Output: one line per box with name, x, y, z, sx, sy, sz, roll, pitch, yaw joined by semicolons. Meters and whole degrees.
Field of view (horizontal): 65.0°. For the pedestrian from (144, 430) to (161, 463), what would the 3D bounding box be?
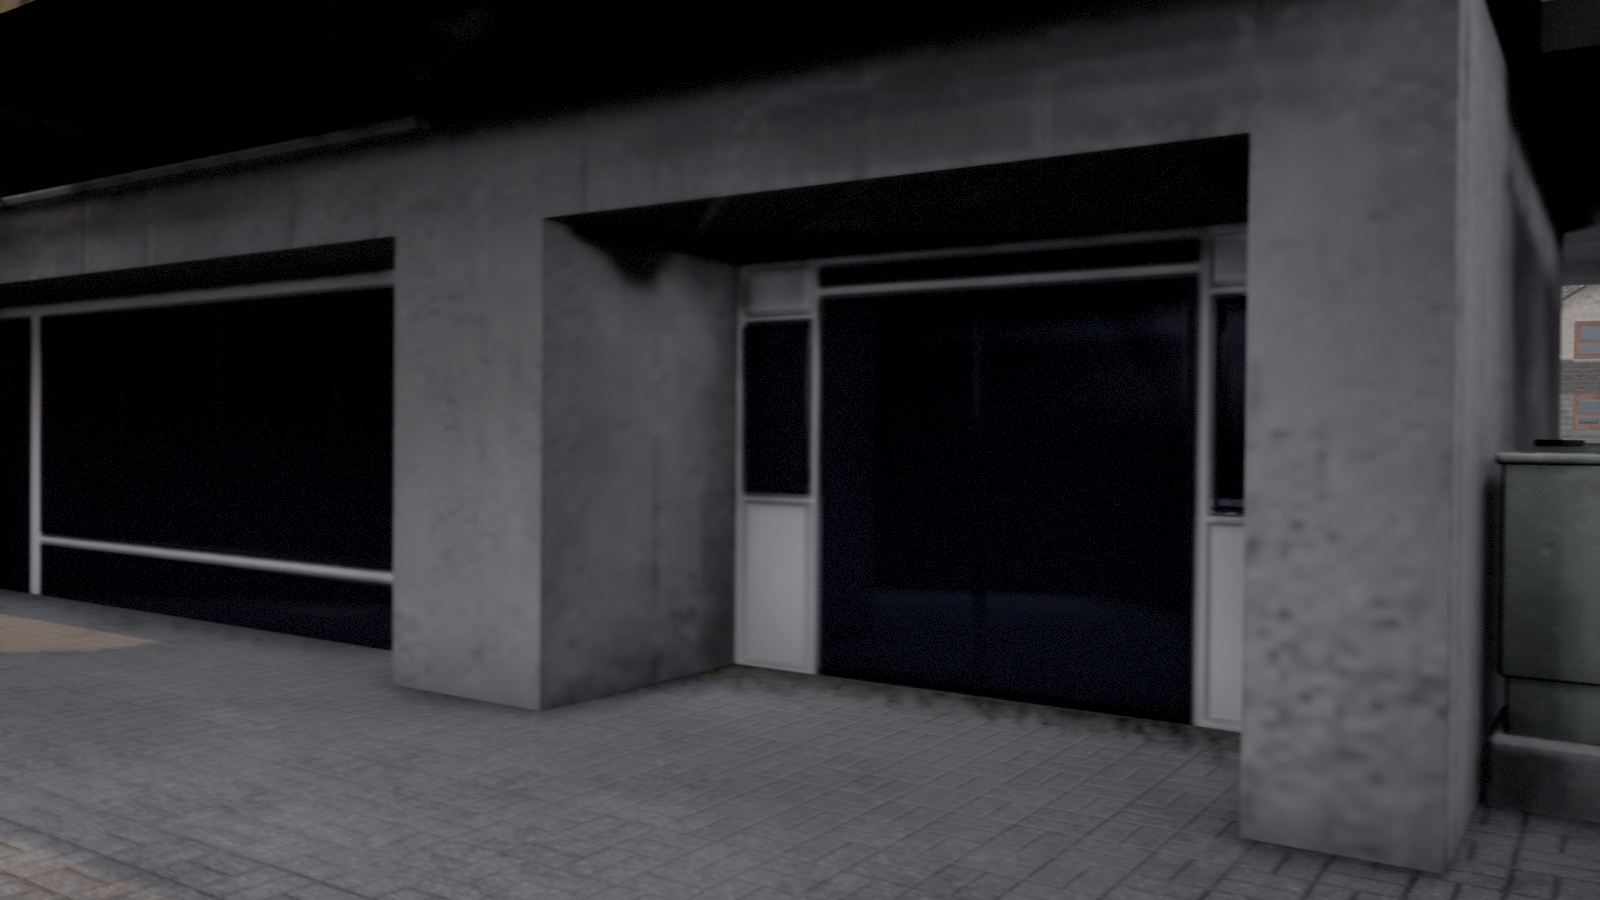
pedestrian;-37.452;-0.213;72.624;0.376;1.854;0.720;0;1;33
